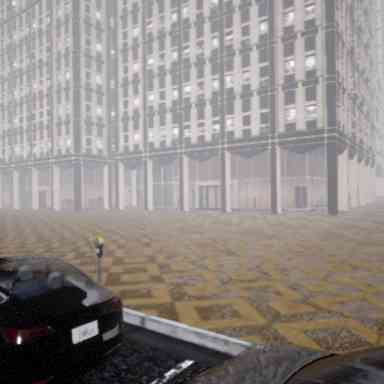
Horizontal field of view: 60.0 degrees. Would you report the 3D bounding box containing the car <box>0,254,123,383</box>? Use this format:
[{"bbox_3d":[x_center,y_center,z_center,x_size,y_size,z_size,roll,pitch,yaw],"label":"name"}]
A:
[{"bbox_3d":[-2.885,1.623,4.934,4.313,1.339,1.947,-1,-1,35],"label":"car"}]

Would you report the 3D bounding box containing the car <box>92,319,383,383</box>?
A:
[{"bbox_3d":[1.700,1.560,1.663,4.313,1.339,1.947,-1,-1,35],"label":"car"}]
